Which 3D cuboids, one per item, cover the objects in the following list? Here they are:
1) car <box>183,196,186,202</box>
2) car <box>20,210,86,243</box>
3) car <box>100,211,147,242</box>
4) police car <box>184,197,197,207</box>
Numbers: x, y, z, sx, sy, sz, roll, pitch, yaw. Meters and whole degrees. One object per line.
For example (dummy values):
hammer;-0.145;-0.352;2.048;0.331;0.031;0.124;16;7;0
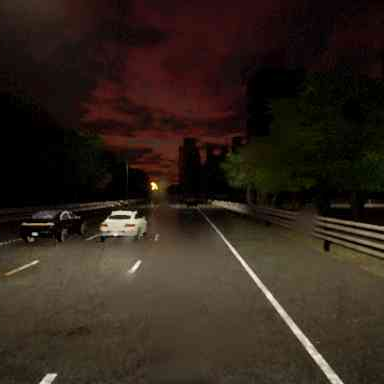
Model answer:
car;-0.535;2.353;81.720;1.882;1.535;5.008;0;-1;-2
car;-6.988;1.679;17.181;2.128;1.511;4.902;0;-1;0
car;-3.490;1.714;17.440;1.812;1.442;4.674;0;-1;0
police car;0.013;2.137;65.769;1.930;1.638;5.238;0;-1;-2
